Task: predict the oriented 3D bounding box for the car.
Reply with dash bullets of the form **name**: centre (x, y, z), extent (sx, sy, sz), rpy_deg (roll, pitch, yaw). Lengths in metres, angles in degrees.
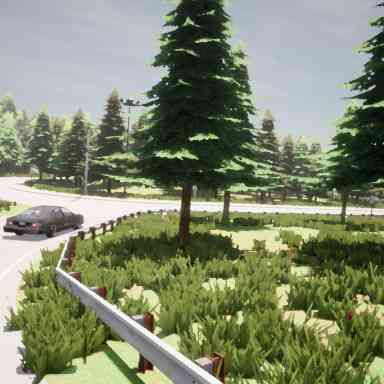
- **car**: centre (-7.392, 1.410, 17.288), extent (2.033, 1.411, 5.357), rpy_deg (4, 1, 3)
